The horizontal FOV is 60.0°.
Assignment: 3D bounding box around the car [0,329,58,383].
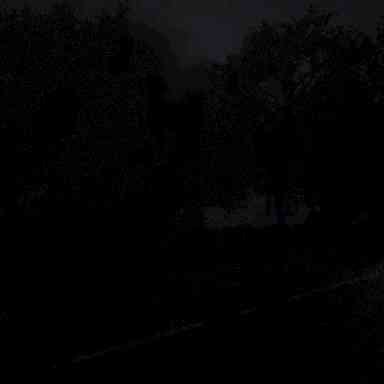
[{"bbox_3d":[-2.859,1.564,1.646,4.181,1.385,1.994,0,0,-35],"label":"car"}]
